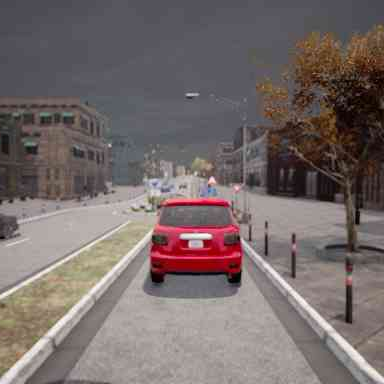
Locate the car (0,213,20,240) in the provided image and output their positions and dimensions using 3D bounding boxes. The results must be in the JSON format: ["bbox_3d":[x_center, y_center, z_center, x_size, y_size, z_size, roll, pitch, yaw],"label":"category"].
[{"bbox_3d":[-9.037,1.453,13.428,2.033,1.411,5.357,0,1,-1],"label":"car"}]

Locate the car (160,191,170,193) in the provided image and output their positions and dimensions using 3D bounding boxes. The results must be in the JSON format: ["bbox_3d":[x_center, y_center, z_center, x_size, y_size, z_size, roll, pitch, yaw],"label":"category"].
[{"bbox_3d":[-2.108,0.898,33.789,4.181,1.385,1.994,1,2,30],"label":"car"}]

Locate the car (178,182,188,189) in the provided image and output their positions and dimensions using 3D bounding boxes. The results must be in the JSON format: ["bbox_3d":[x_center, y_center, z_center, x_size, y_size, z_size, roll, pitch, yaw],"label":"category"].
[{"bbox_3d":[-2.253,-1.473,81.149,1.812,1.442,4.674,0,3,0],"label":"car"}]

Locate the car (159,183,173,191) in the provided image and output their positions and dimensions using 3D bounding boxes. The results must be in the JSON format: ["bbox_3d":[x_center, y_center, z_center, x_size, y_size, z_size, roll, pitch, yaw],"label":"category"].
[{"bbox_3d":[-5.265,-0.653,64.794,1.882,1.535,5.008,0,3,1],"label":"car"}]

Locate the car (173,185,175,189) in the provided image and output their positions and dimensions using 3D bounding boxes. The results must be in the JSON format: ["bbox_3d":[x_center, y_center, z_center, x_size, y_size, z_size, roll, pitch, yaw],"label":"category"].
[{"bbox_3d":[-5.253,-1.443,80.608,1.812,1.442,4.674,0,3,0],"label":"car"}]

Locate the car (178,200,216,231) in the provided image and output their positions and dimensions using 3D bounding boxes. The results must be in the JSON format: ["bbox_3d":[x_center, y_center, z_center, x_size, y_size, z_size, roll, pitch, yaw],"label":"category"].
[{"bbox_3d":[0.442,1.343,20.656,2.033,1.411,5.357,0,2,4],"label":"car"}]

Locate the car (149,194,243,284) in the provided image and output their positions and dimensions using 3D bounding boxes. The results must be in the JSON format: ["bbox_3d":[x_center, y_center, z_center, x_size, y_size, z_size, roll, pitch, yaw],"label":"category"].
[{"bbox_3d":[0.113,1.173,9.613,2.150,2.045,5.566,0,0,1],"label":"car"}]

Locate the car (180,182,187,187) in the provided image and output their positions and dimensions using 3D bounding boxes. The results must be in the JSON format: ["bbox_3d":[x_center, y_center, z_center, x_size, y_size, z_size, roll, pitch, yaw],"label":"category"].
[{"bbox_3d":[-2.266,-2.074,91.136,1.812,1.442,4.674,0,3,0],"label":"car"}]
